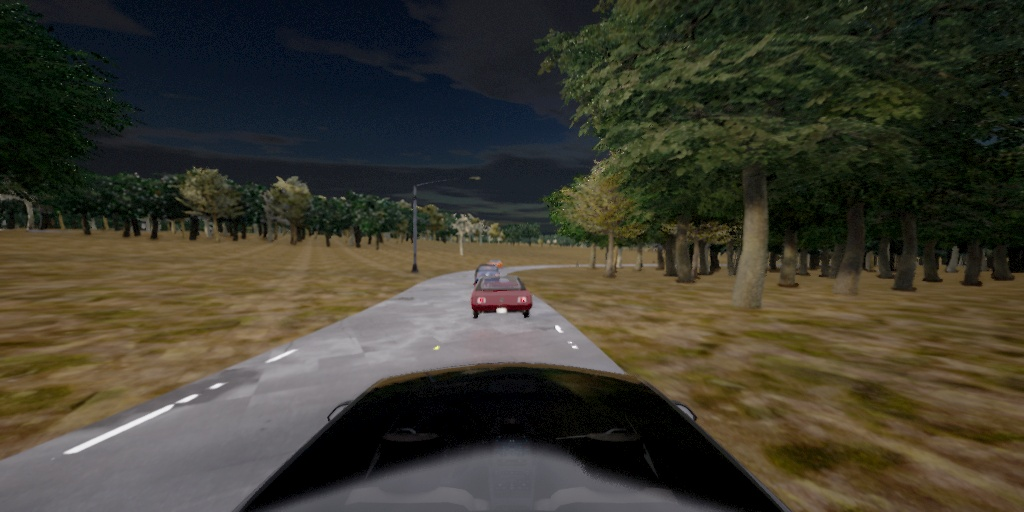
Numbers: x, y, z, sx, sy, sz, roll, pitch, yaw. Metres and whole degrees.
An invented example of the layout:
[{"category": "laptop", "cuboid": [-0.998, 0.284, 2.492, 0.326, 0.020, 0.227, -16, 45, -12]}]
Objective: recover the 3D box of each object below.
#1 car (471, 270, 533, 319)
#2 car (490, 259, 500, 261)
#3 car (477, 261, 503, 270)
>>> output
[{"category": "car", "cuboid": [-0.449, 1.340, 12.886, 1.895, 1.301, 4.718, 0, 0, -4]}, {"category": "car", "cuboid": [-2.993, 1.365, 60.396, 2.097, 1.767, 4.553, 1, 0, 12]}, {"category": "car", "cuboid": [-1.800, 1.319, 26.466, 2.033, 1.411, 5.357, 0, 0, -5]}]
